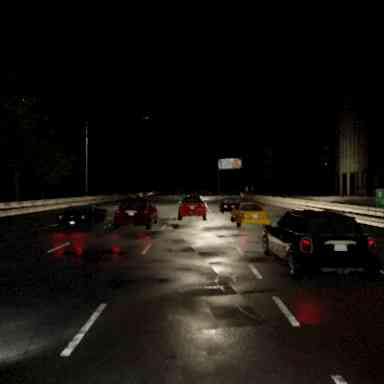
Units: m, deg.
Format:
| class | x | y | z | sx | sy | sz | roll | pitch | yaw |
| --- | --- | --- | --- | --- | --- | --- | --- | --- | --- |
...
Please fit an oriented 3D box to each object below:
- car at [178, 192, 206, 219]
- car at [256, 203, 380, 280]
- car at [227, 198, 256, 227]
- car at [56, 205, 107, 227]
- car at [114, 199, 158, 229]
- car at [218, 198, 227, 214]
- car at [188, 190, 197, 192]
| class | x | y | z | sx | sy | sz | roll | pitch | yaw |
| --- | --- | --- | --- | --- | --- | --- | --- | --- | --- |
| car | 0.044 | 1.155 | 26.504 | 2.097 | 1.767 | 4.553 | 0 | 0 | 1 |
| car | 3.511 | 1.310 | 9.976 | 2.097 | 1.767 | 4.553 | 0 | 0 | 0 |
| car | 3.549 | 1.310 | 21.168 | 1.801 | 1.575 | 5.366 | 0 | 1 | 0 |
| car | -6.849 | 1.453 | 21.269 | 1.895 | 1.301 | 4.718 | 0 | 1 | 0 |
| car | -3.349 | 1.211 | 20.543 | 2.097 | 1.767 | 4.553 | 0 | 1 | 0 |
| car | 3.610 | 1.300 | 31.950 | 2.033 | 1.411 | 5.357 | 0 | 1 | 0 |
| car | 0.480 | 0.879 | 74.164 | 1.812 | 1.442 | 4.674 | 0 | 1 | 1 |
